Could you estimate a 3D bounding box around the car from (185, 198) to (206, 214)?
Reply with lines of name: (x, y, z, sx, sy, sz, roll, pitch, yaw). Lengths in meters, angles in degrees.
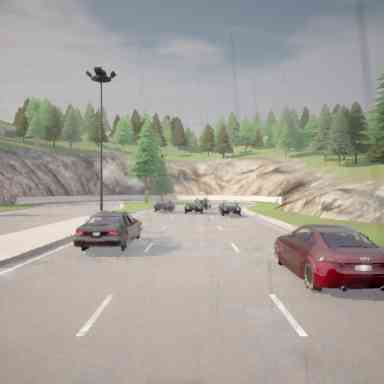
car: (0.254, 1.601, 35.366, 1.895, 1.301, 4.718, 0, 0, 2)

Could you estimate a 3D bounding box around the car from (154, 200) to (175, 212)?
car: (-3.086, 1.601, 38.545, 1.895, 1.301, 4.718, 0, 0, 4)

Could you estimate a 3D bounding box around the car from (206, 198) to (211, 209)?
car: (1.388, 1.491, 44.567, 2.128, 1.511, 4.902, 0, 0, 12)

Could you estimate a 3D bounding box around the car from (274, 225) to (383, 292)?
car: (3.598, 1.564, 8.985, 1.994, 1.385, 4.181, 0, 0, 0)

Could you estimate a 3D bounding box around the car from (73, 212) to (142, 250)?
car: (-3.403, 1.547, 14.324, 2.033, 1.411, 5.357, 0, 0, 0)

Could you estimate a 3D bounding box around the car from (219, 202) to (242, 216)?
car: (3.645, 1.601, 32.675, 1.895, 1.301, 4.718, 0, 0, 1)
